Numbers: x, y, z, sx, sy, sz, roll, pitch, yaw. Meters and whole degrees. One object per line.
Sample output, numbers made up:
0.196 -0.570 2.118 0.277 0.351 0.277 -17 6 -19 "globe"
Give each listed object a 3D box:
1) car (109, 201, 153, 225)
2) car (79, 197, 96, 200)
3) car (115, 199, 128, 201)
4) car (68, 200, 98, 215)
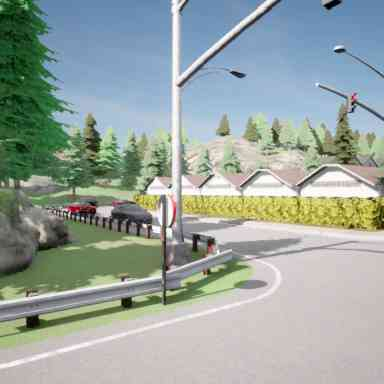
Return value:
-4.700 1.696 25.412 1.837 1.490 4.892 0 0 -35 "car"
-16.284 1.582 50.682 2.097 1.767 4.553 0 0 18 "car"
-10.958 1.777 53.332 1.895 1.301 4.718 0 0 33 "car"
-11.654 1.792 35.397 1.895 1.301 4.718 0 0 -34 "car"
